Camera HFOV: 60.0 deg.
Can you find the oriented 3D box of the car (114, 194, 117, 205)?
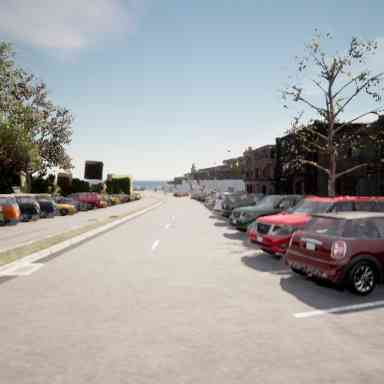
[{"bbox_3d":[-13.629,1.242,48.043,4.553,1.767,2.185,-1,0,-21],"label":"car"}]

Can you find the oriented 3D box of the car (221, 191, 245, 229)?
[{"bbox_3d":[4.710,1.160,17.401,5.566,2.045,2.435,1,0,-20],"label":"car"}]

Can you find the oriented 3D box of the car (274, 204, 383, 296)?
[{"bbox_3d":[4.724,1.306,8.391,4.553,1.767,2.185,1,0,-20],"label":"car"}]

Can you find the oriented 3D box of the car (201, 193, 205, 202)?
[{"bbox_3d":[4.511,1.340,50.520,4.892,1.521,2.231,1,0,-21],"label":"car"}]

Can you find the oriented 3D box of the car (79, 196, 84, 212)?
[{"bbox_3d":[-13.551,1.426,33.161,4.792,1.488,2.163,-1,0,-20],"label":"car"}]

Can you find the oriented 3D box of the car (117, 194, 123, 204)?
[{"bbox_3d":[-13.705,1.362,50.999,5.008,1.535,2.097,-1,0,-21],"label":"car"}]

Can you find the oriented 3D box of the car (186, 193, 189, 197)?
[{"bbox_3d":[1.905,1.231,92.651,5.366,1.575,1.946,1,0,-26],"label":"car"}]

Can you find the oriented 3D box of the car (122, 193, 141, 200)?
[{"bbox_3d":[-15.692,1.173,86.489,4.553,1.767,2.185,-1,0,-25],"label":"car"}]

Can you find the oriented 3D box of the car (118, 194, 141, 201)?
[{"bbox_3d":[-15.627,1.304,83.449,5.366,1.575,1.946,-1,0,-25],"label":"car"}]

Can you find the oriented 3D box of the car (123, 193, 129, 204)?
[{"bbox_3d":[-13.903,1.381,56.907,4.792,1.488,2.163,-1,0,-22],"label":"car"}]

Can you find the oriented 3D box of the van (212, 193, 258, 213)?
[{"bbox_3d":[4.559,1.146,35.406,4.442,1.987,1.878,1,0,-20],"label":"van"}]

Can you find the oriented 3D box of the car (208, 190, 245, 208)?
[{"bbox_3d":[4.714,1.135,29.451,5.566,2.045,2.435,1,0,-20],"label":"car"}]

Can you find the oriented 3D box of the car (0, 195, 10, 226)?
[{"bbox_3d":[-13.486,1.175,18.279,5.566,2.045,2.435,-1,0,-20],"label":"car"}]

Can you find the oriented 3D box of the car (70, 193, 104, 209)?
[{"bbox_3d":[-13.584,1.134,39.112,5.566,2.045,2.435,-1,0,-20],"label":"car"}]

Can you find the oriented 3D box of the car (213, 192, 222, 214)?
[{"bbox_3d":[4.736,1.148,23.443,5.566,2.045,2.435,1,0,-20],"label":"car"}]

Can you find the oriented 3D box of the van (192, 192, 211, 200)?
[{"bbox_3d":[2.537,1.024,86.666,4.442,1.987,1.878,1,0,-25],"label":"van"}]

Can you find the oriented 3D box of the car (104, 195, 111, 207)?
[{"bbox_3d":[-13.408,1.373,42.167,5.366,1.575,1.946,-1,0,-20],"label":"car"}]

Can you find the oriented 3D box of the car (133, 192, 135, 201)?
[{"bbox_3d":[-14.276,1.211,65.793,4.553,1.767,2.185,-1,0,-23],"label":"car"}]

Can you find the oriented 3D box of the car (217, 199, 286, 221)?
[{"bbox_3d":[4.701,1.393,26.432,5.008,1.535,2.097,1,0,-20],"label":"car"}]

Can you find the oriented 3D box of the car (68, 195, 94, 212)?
[{"bbox_3d":[-13.513,1.420,36.164,4.792,1.488,2.163,-1,0,-20],"label":"car"}]

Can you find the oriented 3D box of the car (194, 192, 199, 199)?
[{"bbox_3d":[3.883,1.043,68.620,5.566,2.045,2.435,1,0,-23],"label":"car"}]

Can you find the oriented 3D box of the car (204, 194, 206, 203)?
[{"bbox_3d":[4.777,1.353,44.560,5.366,1.575,1.946,1,0,-21],"label":"car"}]

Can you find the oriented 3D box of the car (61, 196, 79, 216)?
[{"bbox_3d":[-13.336,1.397,30.265,5.366,1.575,1.946,-1,0,-20],"label":"car"}]

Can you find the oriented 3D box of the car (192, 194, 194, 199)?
[{"bbox_3d":[3.126,1.305,80.699,4.674,1.452,2.002,1,0,-25],"label":"car"}]

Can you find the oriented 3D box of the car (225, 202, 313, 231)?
[{"bbox_3d":[4.693,1.435,20.410,4.792,1.488,2.163,1,0,-20],"label":"car"}]

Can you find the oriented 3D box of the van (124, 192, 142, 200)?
[{"bbox_3d":[-15.902,1.067,89.475,4.442,1.987,1.878,-1,0,-25],"label":"van"}]

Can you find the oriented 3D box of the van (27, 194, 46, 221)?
[{"bbox_3d":[-13.378,1.186,24.287,4.442,1.987,1.878,-1,0,-20],"label":"van"}]

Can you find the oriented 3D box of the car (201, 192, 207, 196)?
[{"bbox_3d":[4.439,1.206,53.539,4.553,1.767,2.185,1,0,-22],"label":"car"}]

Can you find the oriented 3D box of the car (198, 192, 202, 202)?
[{"bbox_3d":[4.287,1.316,59.584,5.008,1.535,2.097,1,0,-22],"label":"car"}]

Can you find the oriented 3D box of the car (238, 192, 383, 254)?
[{"bbox_3d":[4.729,1.173,11.387,5.566,2.045,2.435,1,0,-20],"label":"car"}]

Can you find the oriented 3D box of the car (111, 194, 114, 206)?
[{"bbox_3d":[-13.606,1.374,45.066,4.892,1.521,2.231,-1,0,-21],"label":"car"}]

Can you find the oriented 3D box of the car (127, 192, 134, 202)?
[{"bbox_3d":[-14.095,1.340,62.843,5.008,1.535,2.097,-1,0,-22],"label":"car"}]

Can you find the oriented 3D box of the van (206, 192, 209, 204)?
[{"bbox_3d":[4.525,1.133,41.431,4.442,1.987,1.878,1,0,-21],"label":"van"}]

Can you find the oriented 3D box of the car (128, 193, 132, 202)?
[{"bbox_3d":[-13.951,1.375,59.901,4.792,1.488,2.163,-1,0,-22],"label":"car"}]

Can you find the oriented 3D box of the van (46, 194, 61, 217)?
[{"bbox_3d":[-13.393,1.181,27.266,4.442,1.987,1.878,-1,0,-20],"label":"van"}]

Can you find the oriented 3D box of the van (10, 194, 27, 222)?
[{"bbox_3d":[-13.363,1.192,21.310,4.442,1.987,1.878,-1,0,-20],"label":"van"}]

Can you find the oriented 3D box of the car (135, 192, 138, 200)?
[{"bbox_3d":[-14.572,1.330,68.683,5.366,1.575,1.946,-1,0,-23],"label":"car"}]

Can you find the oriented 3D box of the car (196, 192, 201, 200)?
[{"bbox_3d":[4.058,1.302,65.618,5.008,1.535,2.097,1,0,-23],"label":"car"}]

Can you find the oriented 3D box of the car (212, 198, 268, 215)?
[{"bbox_3d":[4.678,1.380,32.443,5.008,1.535,2.097,1,0,-20],"label":"car"}]

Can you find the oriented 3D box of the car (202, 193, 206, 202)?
[{"bbox_3d":[4.580,1.346,47.502,5.008,1.535,2.097,1,0,-21],"label":"car"}]

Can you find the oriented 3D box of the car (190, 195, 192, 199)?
[{"bbox_3d":[2.901,1.259,83.709,4.892,1.521,2.231,1,0,-25],"label":"car"}]
